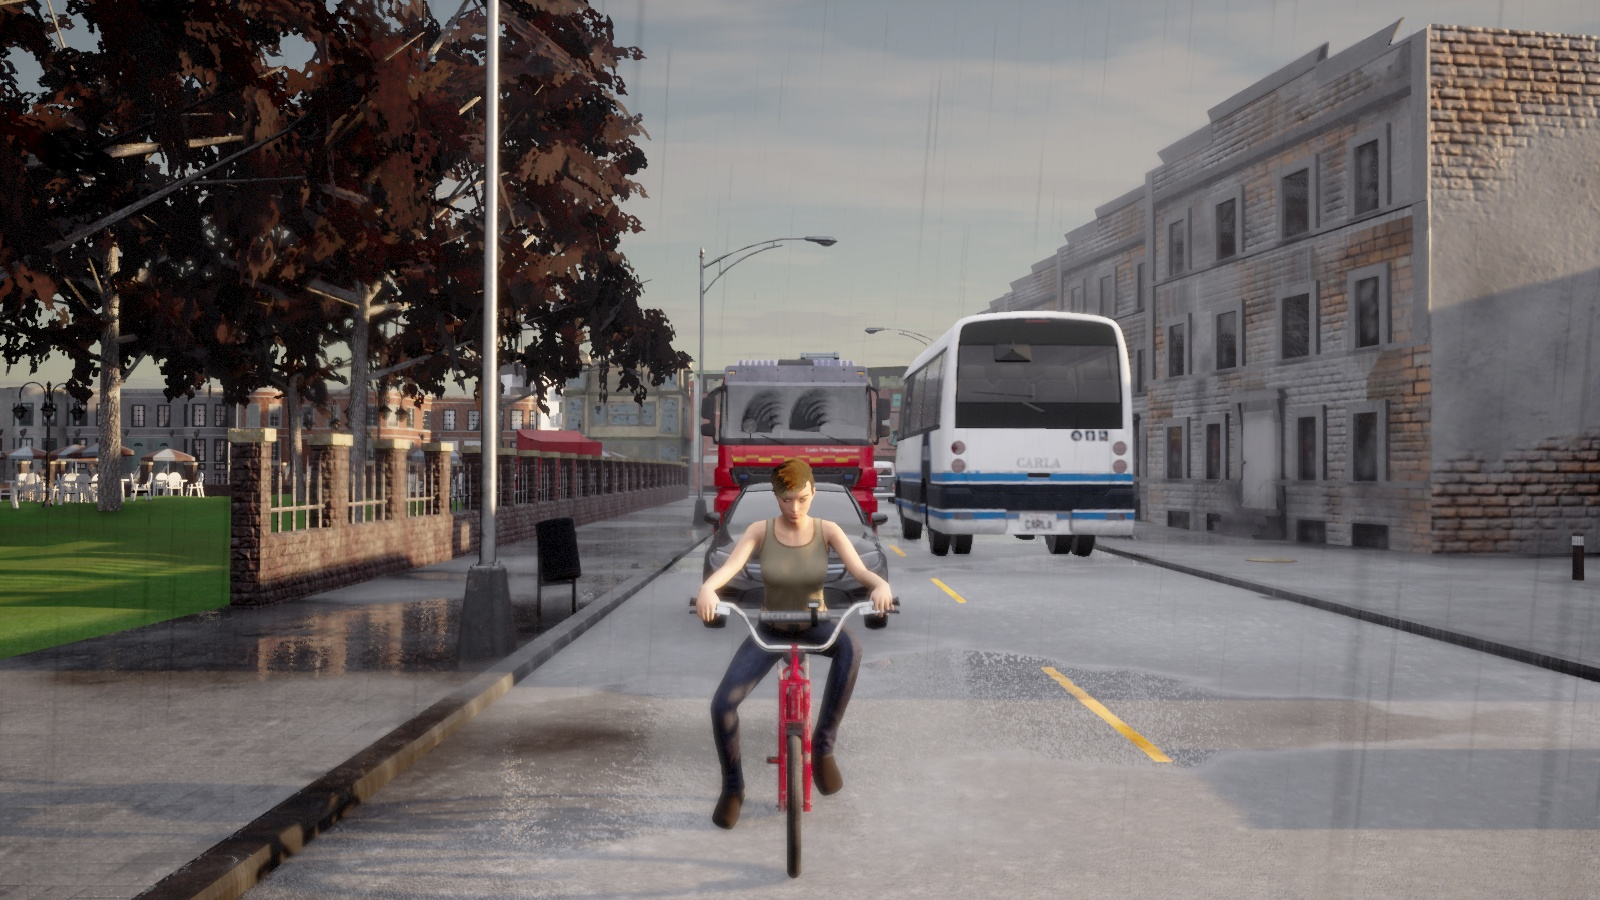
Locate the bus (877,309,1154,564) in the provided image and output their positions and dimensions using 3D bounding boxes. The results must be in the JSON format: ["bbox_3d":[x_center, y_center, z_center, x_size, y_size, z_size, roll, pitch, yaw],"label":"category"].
[{"bbox_3d":[3.911,-0.139,26.161,3.944,4.253,10.273,0,-1,0],"label":"bus"}]

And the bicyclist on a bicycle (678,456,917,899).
[{"bbox_3d":[-0.018,0.841,5.330,0.866,1.612,1.509,0,-1,-1],"label":"bicyclist on a bicycle"}]

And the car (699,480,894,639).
[{"bbox_3d":[-0.041,1.076,14.025,1.812,1.442,4.674,0,-1,0],"label":"car"}]

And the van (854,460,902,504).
[{"bbox_3d":[3.766,1.553,61.522,2.069,2.038,4.480,0,-1,0],"label":"van"}]

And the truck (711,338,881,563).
[{"bbox_3d":[-0.086,0.080,25.617,2.891,3.827,8.468,0,-1,0],"label":"truck"}]
